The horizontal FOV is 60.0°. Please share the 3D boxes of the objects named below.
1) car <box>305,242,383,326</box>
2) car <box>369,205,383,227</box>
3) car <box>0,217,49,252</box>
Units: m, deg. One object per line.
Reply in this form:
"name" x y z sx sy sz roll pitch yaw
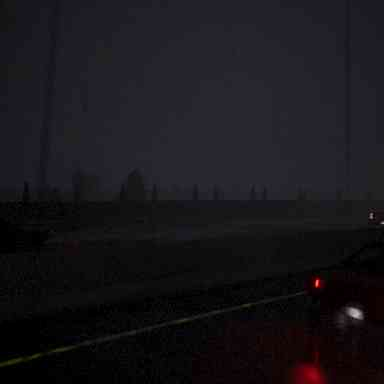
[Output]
"car" 4.479 1.651 6.431 4.718 1.301 1.895 1 0 -31
"car" 12.946 1.390 19.743 5.566 2.045 2.150 1 0 -30
"car" -7.577 1.550 11.368 4.718 1.301 1.895 1 0 -35
